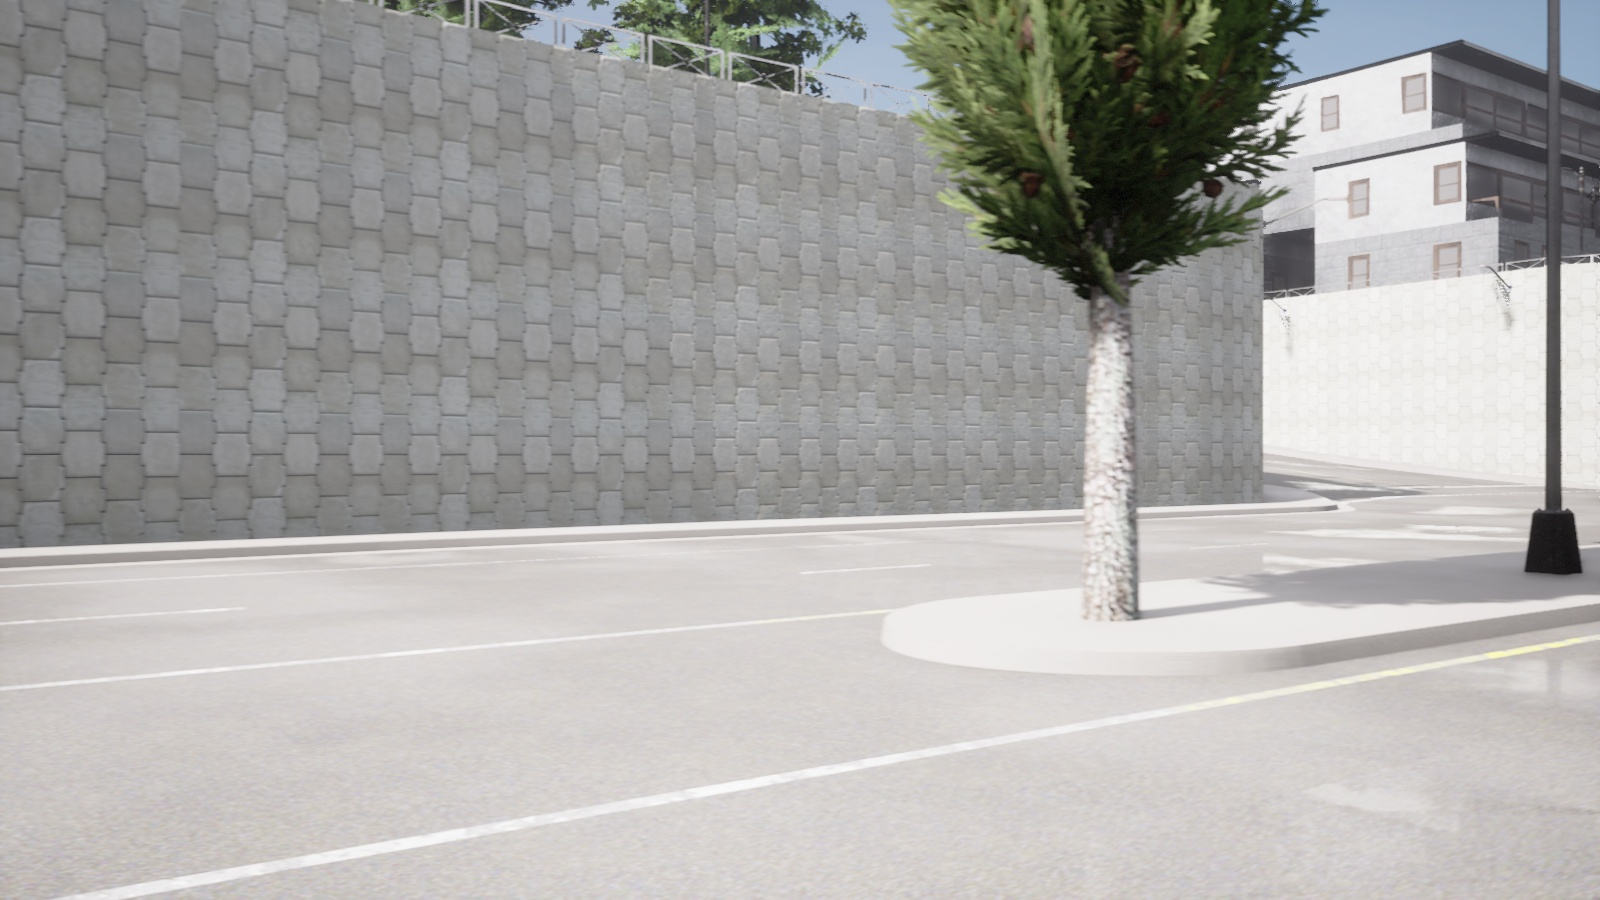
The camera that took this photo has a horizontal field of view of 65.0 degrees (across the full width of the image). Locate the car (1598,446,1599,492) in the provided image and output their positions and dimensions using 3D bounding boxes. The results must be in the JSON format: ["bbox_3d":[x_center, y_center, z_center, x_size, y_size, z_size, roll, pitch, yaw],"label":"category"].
[{"bbox_3d":[27.917,0.643,39.716,4.193,1.474,1.816,0,1,0],"label":"car"}]
